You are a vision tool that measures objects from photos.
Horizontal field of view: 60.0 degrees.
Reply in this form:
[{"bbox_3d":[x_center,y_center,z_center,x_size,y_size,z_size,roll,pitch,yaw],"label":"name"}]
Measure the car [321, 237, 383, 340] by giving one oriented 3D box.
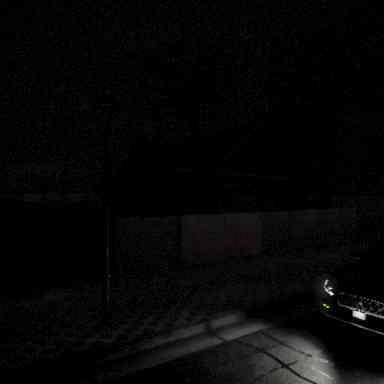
[{"bbox_3d":[4.389,1.536,6.205,4.892,1.490,1.837,0,0,-36],"label":"car"}]
